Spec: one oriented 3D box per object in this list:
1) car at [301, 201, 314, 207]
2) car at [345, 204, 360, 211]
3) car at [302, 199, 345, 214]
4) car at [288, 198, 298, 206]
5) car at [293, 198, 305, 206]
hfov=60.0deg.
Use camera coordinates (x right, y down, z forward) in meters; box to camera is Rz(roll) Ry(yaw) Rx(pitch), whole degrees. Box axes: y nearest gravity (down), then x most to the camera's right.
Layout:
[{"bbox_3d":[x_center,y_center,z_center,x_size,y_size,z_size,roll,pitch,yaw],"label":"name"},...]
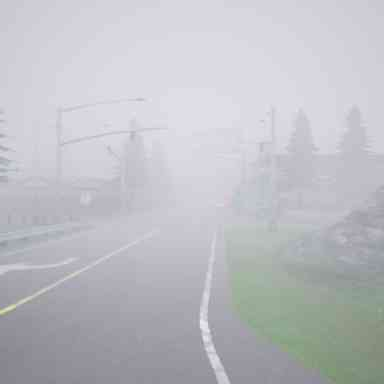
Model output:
[{"bbox_3d":[27.118,2.780,78.331,1.970,1.475,3.806,1,-1,5],"label":"car"},{"bbox_3d":[20.528,2.357,45.373,4.611,1.667,2.242,1,-1,5],"label":"car"},{"bbox_3d":[15.744,2.061,40.089,3.866,1.878,1.905,1,-1,5],"label":"car"},{"bbox_3d":[23.858,2.472,79.217,1.905,1.878,3.866,1,-1,5],"label":"car"},{"bbox_3d":[27.777,2.644,86.788,1.932,1.855,4.605,1,-1,5],"label":"car"}]
